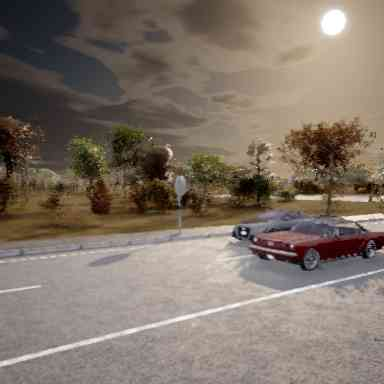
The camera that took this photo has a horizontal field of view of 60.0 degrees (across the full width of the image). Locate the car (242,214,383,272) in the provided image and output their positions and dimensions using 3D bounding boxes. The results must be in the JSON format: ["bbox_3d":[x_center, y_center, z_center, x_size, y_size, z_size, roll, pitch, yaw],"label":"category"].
[{"bbox_3d":[4.135,1.539,10.718,4.718,1.301,1.895,0,1,-32],"label":"car"}]

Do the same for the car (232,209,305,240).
[{"bbox_3d":[3.811,1.470,14.631,4.181,1.385,1.994,0,1,-32],"label":"car"}]
